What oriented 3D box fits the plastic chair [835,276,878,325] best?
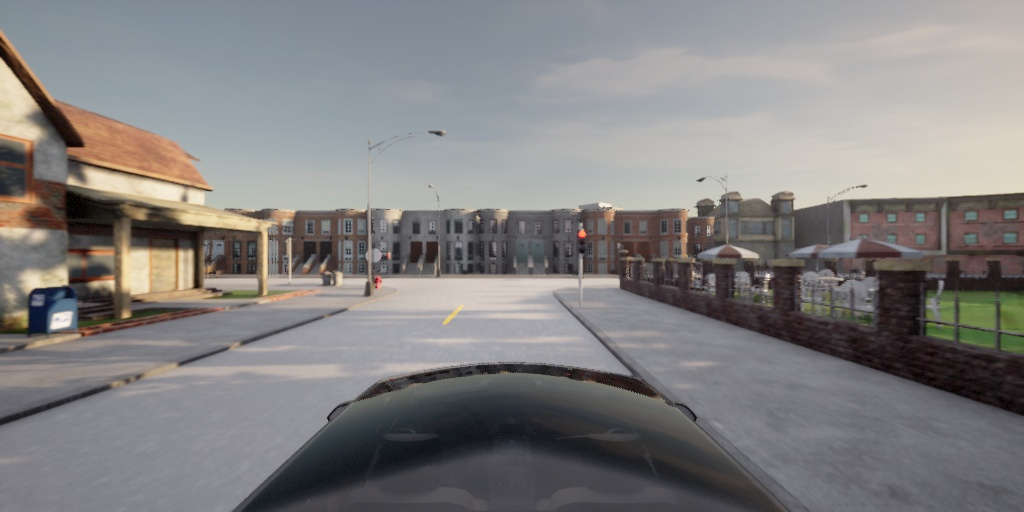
[{"bbox_3d":[9.712,1.307,10.048,0.730,1.272,0.750,0,0,-35],"label":"plastic chair"}]

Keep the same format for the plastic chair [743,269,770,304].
[{"bbox_3d":[10.420,1.336,15.181,0.750,1.272,0.730,0,0,-40],"label":"plastic chair"}]

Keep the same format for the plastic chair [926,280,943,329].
[{"bbox_3d":[11.418,1.300,9.950,0.750,1.272,0.730,0,0,-40],"label":"plastic chair"}]

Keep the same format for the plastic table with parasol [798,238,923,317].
[{"bbox_3d":[10.686,0.702,10.949,2.482,2.480,2.482,0,0,-40],"label":"plastic table with parasol"}]

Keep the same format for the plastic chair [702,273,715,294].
[{"bbox_3d":[8.714,1.336,15.278,0.730,1.272,0.750,0,0,-35],"label":"plastic chair"}]

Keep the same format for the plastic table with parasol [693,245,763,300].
[{"bbox_3d":[9.688,0.732,16.180,2.482,2.480,2.482,0,0,-40],"label":"plastic table with parasol"}]

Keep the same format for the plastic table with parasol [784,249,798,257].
[{"bbox_3d":[14.178,0.697,16.618,2.482,2.480,2.482,0,0,-40],"label":"plastic table with parasol"}]
